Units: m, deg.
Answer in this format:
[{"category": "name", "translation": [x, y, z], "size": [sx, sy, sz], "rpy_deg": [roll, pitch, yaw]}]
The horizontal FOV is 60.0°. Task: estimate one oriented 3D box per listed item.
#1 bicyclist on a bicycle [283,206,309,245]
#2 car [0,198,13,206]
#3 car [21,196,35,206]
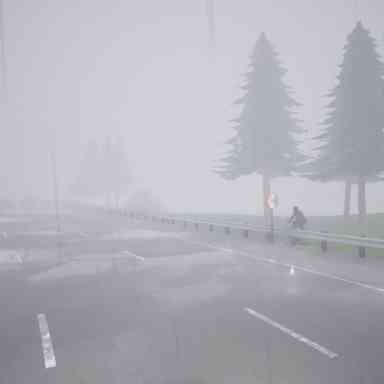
[{"category": "bicyclist on a bicycle", "translation": [4.416, 1.431, 13.956], "size": [1.656, 1.620, 0.582], "rpy_deg": [6, -3, -31]}, {"category": "car", "translation": [-29.644, 1.601, 52.749], "size": [1.895, 1.301, 4.718], "rpy_deg": [0, 0, -32]}, {"category": "car", "translation": [-28.081, 1.505, 56.867], "size": [1.837, 1.490, 4.892], "rpy_deg": [0, 0, -32]}]
